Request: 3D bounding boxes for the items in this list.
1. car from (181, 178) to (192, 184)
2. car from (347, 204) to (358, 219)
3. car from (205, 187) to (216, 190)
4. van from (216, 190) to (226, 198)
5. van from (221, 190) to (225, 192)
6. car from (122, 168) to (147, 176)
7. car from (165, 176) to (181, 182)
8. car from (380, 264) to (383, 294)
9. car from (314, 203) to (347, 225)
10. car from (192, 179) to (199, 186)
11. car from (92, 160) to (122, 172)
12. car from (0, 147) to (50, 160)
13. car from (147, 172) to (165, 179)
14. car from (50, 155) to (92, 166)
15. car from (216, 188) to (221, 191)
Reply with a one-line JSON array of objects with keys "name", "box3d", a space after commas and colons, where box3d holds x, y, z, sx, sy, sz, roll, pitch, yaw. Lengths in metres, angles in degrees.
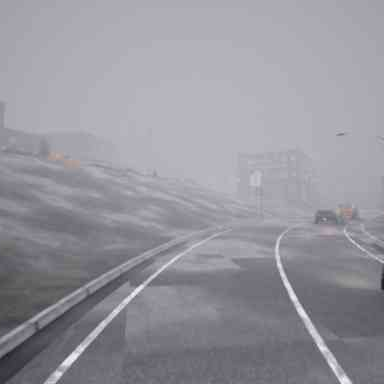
[{"name": "car", "box3d": [-2.303, -1.792, 62.114, 2.185, 1.767, 4.553, 0, -4, 22]}, {"name": "car", "box3d": [18.175, 2.171, 39.129, 2.097, 1.767, 4.553, -1, -3, 33]}, {"name": "car", "box3d": [3.416, -0.479, 77.700, 2.002, 1.452, 4.674, 0, -4, 19]}, {"name": "van", "box3d": [8.244, 0.614, 93.705, 1.878, 1.987, 4.442, 0, -5, 16]}, {"name": "van", "box3d": [6.766, 0.143, 88.387, 1.878, 1.987, 4.442, 0, -5, 17]}, {"name": "car", "box3d": [-8.977, -2.603, 46.963, 2.163, 1.488, 4.792, -1, -3, 26]}, {"name": "car", "box3d": [-4.460, -2.008, 56.910, 2.231, 1.521, 4.892, 0, -3, 24]}, {"name": "car", "box3d": [4.788, 1.592, 5.232, 1.837, 1.490, 4.892, 1, 0, 6]}, {"name": "car", "box3d": [11.875, 1.969, 28.775, 1.837, 1.490, 4.892, -1, -2, 31]}, {"name": "car", "box3d": [-0.252, -1.554, 67.332, 2.435, 2.045, 5.566, 0, -4, 21]}, {"name": "car", "box3d": [-11.493, -3.083, 41.837, 2.185, 1.767, 4.553, -1, -4, 28]}, {"name": "car", "box3d": [-16.703, -3.540, 32.077, 2.002, 1.452, 4.674, -1, -4, 30]}, {"name": "car", "box3d": [-6.645, -2.280, 51.956, 2.002, 1.452, 4.674, 0, -3, 25]}, {"name": "car", "box3d": [-14.041, -3.269, 36.938, 2.097, 1.535, 5.008, -1, -4, 29]}, {"name": "car", "box3d": [5.109, -0.052, 82.961, 2.002, 1.452, 4.674, 0, -4, 18]}]
